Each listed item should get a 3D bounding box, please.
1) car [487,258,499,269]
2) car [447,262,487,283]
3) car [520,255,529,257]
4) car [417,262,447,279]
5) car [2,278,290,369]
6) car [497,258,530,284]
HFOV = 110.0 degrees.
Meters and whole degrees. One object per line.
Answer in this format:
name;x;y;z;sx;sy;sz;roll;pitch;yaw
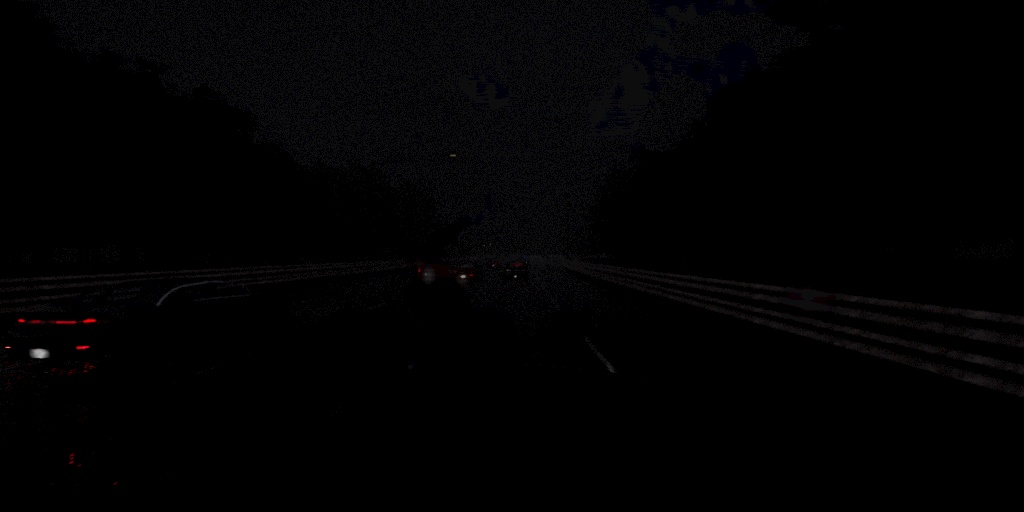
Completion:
car;-2.319;1.025;49.384;1.812;1.442;4.674;0;0;3
car;-3.142;1.160;25.997;1.812;1.442;4.674;0;0;2
car;1.523;1.012;57.671;1.994;1.385;4.181;0;0;3
car;-6.553;1.203;30.691;1.895;1.301;4.718;0;0;2
car;-6.892;1.200;7.670;2.128;1.511;4.902;0;0;0
car;0.282;1.136;25.964;2.128;1.511;4.902;0;0;1
